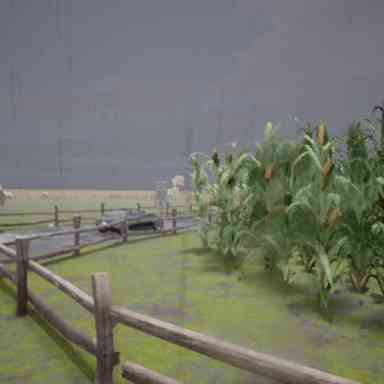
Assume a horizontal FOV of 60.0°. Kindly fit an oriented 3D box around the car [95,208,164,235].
[{"bbox_3d":[-3.515,1.612,19.220,1.994,1.385,4.181,1,0,35],"label":"car"}]
